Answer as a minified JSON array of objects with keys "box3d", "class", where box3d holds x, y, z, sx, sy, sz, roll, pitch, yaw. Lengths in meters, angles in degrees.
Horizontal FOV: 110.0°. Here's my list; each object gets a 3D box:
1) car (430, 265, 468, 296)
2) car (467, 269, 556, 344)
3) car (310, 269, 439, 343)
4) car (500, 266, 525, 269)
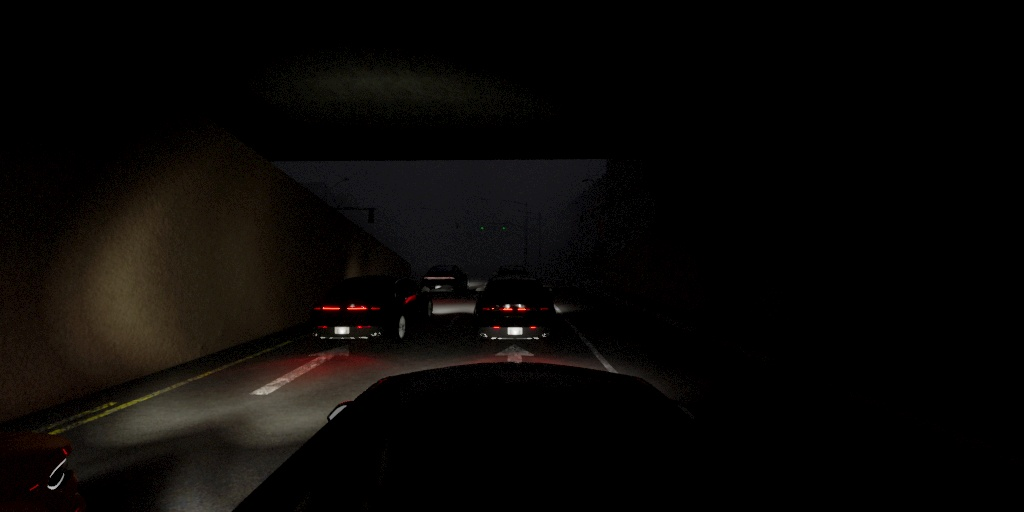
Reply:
[{"box3d":[-3.481,1.242,19.156,2.128,1.511,4.902,0,0,-1],"class":"car"},{"box3d":[0.055,1.255,9.609,1.837,1.490,4.892,0,0,0],"class":"car"},{"box3d":[-3.445,1.255,9.661,1.837,1.490,4.892,0,0,0],"class":"car"},{"box3d":[0.016,1.256,19.165,1.837,1.490,4.892,0,0,0],"class":"car"}]
